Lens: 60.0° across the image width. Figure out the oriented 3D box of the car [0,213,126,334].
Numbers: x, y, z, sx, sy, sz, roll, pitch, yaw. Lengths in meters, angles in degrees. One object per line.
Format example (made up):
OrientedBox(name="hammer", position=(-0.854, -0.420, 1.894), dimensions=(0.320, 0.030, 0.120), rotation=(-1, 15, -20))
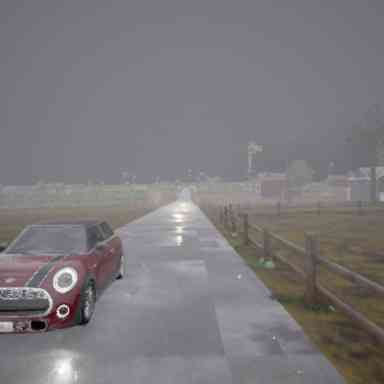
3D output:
OrientedBox(name="car", position=(-2.836, 1.415, 7.175), dimensions=(2.097, 1.767, 4.553), rotation=(0, 0, -1))
